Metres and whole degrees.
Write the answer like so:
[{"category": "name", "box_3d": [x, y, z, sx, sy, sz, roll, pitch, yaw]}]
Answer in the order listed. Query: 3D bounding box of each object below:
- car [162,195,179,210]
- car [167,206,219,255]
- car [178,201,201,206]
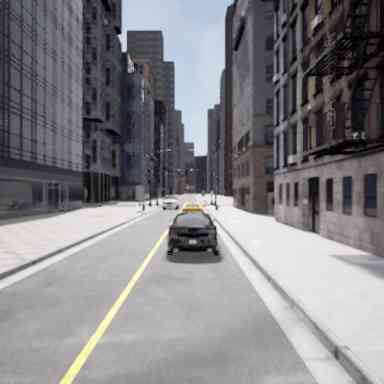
[{"category": "car", "box_3d": [-3.044, 1.484, 47.569, 2.150, 2.045, 5.566, 0, -1, 1]}, {"category": "car", "box_3d": [0.050, 1.549, 13.705, 1.882, 1.535, 5.008, 0, 0, 0]}, {"category": "car", "box_3d": [0.047, 1.629, 28.701, 1.882, 1.535, 5.008, 0, 0, 1]}]
